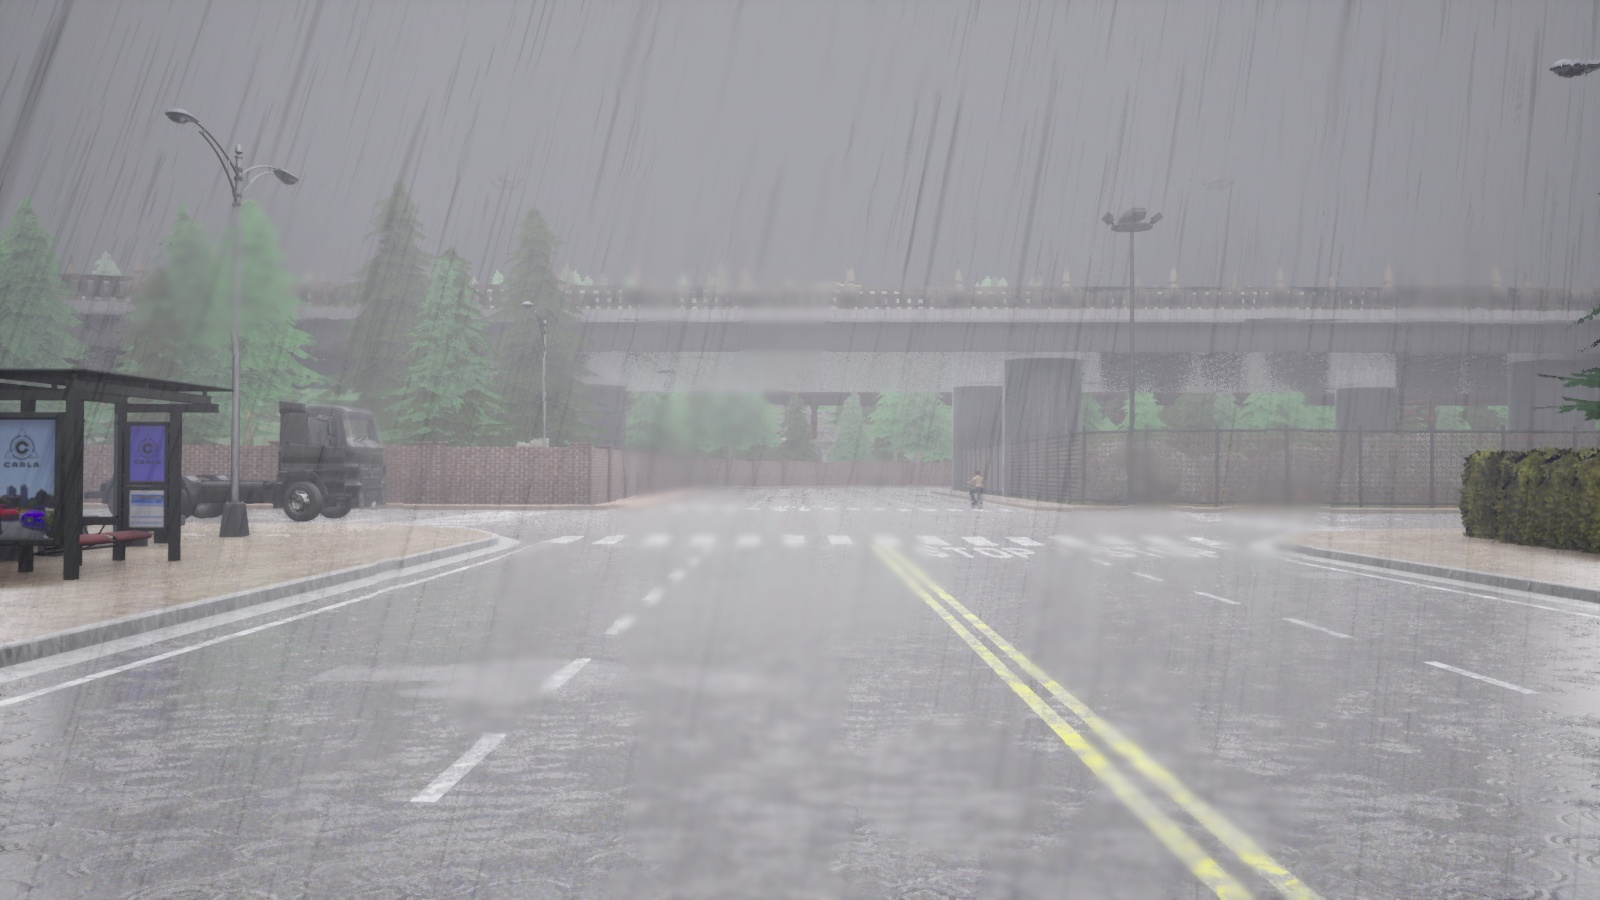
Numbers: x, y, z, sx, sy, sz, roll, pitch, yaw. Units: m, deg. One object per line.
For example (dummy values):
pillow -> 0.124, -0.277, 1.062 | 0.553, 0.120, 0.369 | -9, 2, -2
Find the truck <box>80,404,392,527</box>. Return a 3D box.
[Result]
truck -> -16.564, 0.468, 37.267 | 7.936, 3.462, 2.891 | 0, -1, 1
